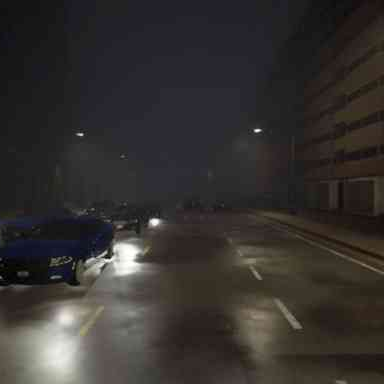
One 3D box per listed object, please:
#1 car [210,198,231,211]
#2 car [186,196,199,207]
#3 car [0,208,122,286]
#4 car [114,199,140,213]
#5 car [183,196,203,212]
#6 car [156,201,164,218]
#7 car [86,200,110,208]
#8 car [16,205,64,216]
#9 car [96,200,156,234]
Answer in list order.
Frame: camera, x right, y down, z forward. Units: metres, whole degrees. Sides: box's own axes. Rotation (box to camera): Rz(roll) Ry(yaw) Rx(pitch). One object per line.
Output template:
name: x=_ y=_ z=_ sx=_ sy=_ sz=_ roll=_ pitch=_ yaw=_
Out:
car: x=3.498 y=1.482 z=39.339 sx=1.994 sy=1.385 sz=4.181 roll=0 pitch=0 yaw=0
car: x=0.087 y=1.419 z=51.028 sx=1.812 sy=1.442 sz=4.674 roll=0 pitch=0 yaw=0
car: x=-3.588 y=1.458 z=9.567 sx=1.882 sy=1.535 sz=5.008 roll=0 pitch=0 yaw=0
car: x=-7.036 y=1.524 z=36.646 sx=1.895 sy=1.301 sz=4.718 roll=0 pitch=0 yaw=1
car: x=0.104 y=1.274 z=37.376 sx=2.097 sy=1.767 sz=4.553 roll=0 pitch=0 yaw=-1
car: x=-3.578 y=1.503 z=29.070 sx=1.994 sy=1.385 sz=4.181 roll=0 pitch=0 yaw=0
car: x=-7.083 y=1.450 z=26.352 sx=1.837 sy=1.490 sz=4.892 roll=0 pitch=0 yaw=0
car: x=-7.092 y=1.444 z=16.039 sx=1.882 sy=1.535 sz=5.008 roll=0 pitch=0 yaw=0
car: x=-3.587 y=1.452 z=19.054 sx=2.128 sy=1.511 sz=4.902 roll=0 pitch=0 yaw=0
